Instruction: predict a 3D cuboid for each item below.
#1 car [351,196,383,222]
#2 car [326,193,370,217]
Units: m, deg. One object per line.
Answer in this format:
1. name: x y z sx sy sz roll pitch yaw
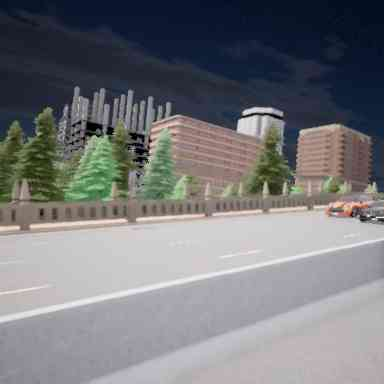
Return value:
1. car: 12.744 1.191 21.673 4.892 1.490 1.837 -1 1 -35
2. car: 12.353 1.010 25.689 4.553 1.767 2.097 -1 1 -35
